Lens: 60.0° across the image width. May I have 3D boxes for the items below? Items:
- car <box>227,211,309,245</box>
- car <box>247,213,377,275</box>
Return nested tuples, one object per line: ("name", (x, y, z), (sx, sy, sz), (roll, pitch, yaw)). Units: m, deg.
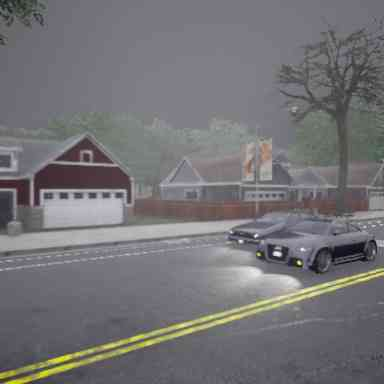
("car", (4.083, 1.547, 14.586), (5.357, 1.411, 2.033), (0, 0, -36))
("car", (4.033, 1.563, 10.558), (4.181, 1.385, 1.994), (0, 0, -36))
